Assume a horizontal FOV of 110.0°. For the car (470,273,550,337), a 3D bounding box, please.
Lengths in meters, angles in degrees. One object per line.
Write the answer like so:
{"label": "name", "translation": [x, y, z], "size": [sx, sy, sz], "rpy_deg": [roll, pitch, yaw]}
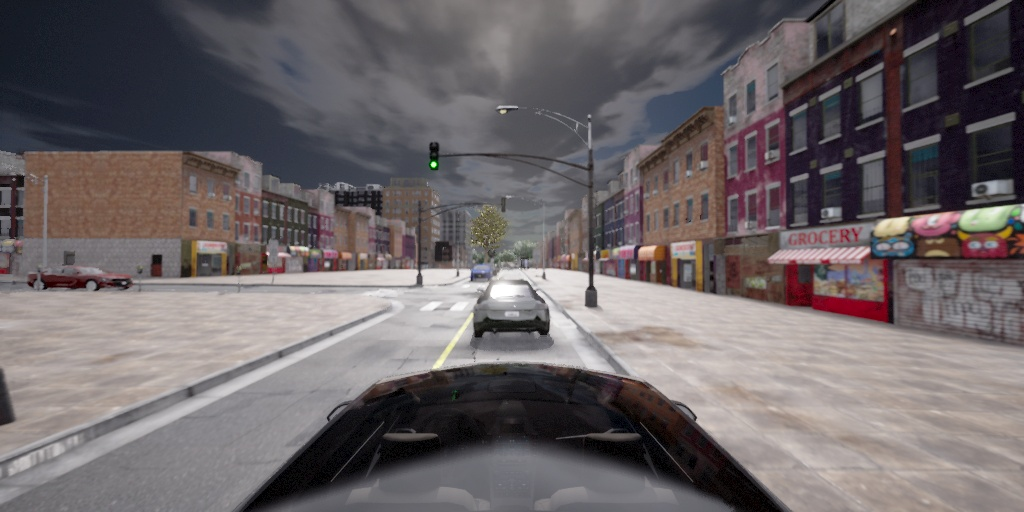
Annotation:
{"label": "car", "translation": [-0.085, 1.373, 10.557], "size": [1.994, 1.385, 4.181], "rpy_deg": [0, -1, -3]}

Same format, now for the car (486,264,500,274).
{"label": "car", "translation": [-2.900, 1.927, 55.064], "size": [1.994, 1.385, 4.181], "rpy_deg": [0, -1, 0]}

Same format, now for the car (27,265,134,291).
{"label": "car", "translation": [-23.260, 1.195, 19.417], "size": [4.507, 1.381, 1.888], "rpy_deg": [0, 0, 0]}

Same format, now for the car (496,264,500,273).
{"label": "car", "translation": [-2.899, 1.566, 44.371], "size": [2.097, 1.767, 4.553], "rpy_deg": [0, -1, 0]}

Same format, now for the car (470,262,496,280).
{"label": "car", "translation": [-2.886, 1.558, 34.536], "size": [1.882, 1.535, 5.008], "rpy_deg": [0, -1, 0]}
